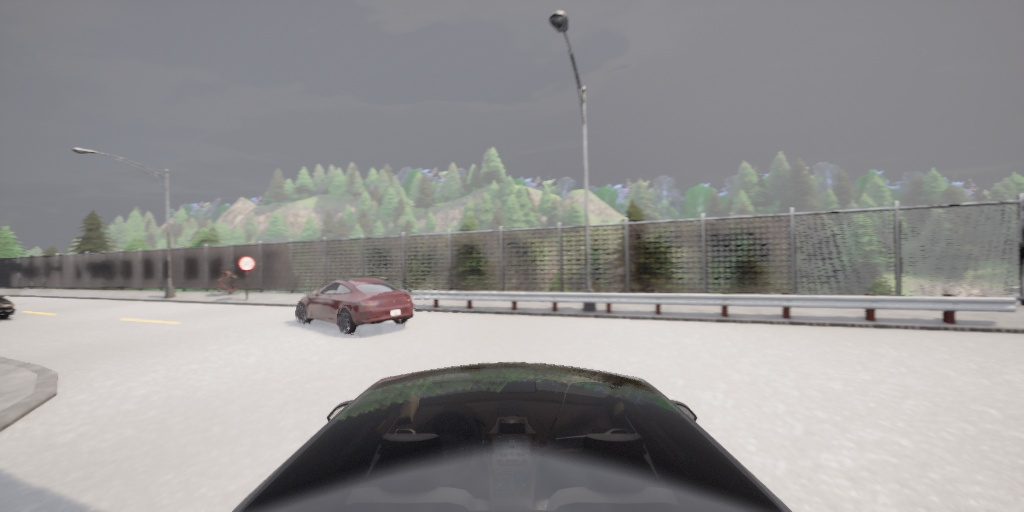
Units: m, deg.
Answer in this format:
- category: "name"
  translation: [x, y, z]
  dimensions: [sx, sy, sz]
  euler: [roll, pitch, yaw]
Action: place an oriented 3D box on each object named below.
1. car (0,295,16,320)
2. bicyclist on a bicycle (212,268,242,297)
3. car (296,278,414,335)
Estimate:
- category: "car"
  translation: [-22.333, 1.915, 14.325]
  dimensions: [5.357, 1.411, 2.033]
  euler: [-2, 0, 22]
- category: "bicyclist on a bicycle"
  translation: [-16.818, 1.554, 21.172]
  dimensions: [0.582, 1.620, 1.656]
  euler: [-2, 0, 22]
- category: "car"
  translation: [-4.907, 1.404, 11.086]
  dimensions: [4.674, 1.442, 1.812]
  euler: [-2, 0, 39]
